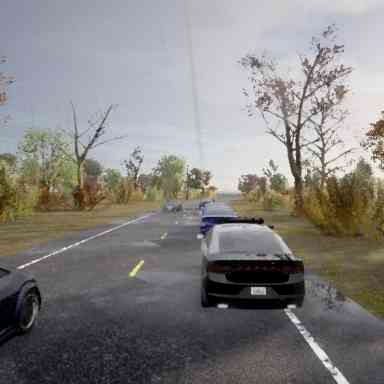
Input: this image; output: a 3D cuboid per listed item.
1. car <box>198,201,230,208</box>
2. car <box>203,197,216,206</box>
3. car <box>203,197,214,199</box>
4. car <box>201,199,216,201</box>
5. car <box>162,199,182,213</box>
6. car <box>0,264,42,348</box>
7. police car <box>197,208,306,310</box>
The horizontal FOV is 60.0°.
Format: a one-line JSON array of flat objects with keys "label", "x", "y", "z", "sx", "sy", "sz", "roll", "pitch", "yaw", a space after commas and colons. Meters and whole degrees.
[{"label": "car", "x": 1.411, "y": 1.485, "z": 17.911, "sx": 1.882, "sy": 1.535, "sz": 5.008, "roll": 0, "pitch": 0, "yaw": 2}, {"label": "car", "x": 3.211, "y": 1.633, "z": 60.344, "sx": 2.128, "sy": 1.511, "sz": 4.902, "roll": 0, "pitch": 0, "yaw": 6}, {"label": "car", "x": 2.048, "y": 1.602, "z": 46.562, "sx": 1.812, "sy": 1.442, "sz": 4.674, "roll": 0, "pitch": 0, "yaw": 6}, {"label": "car", "x": 1.648, "y": 1.491, "z": 23.881, "sx": 1.882, "sy": 1.535, "sz": 5.008, "roll": 0, "pitch": 0, "yaw": 3}, {"label": "car", "x": -2.152, "y": 1.533, "z": 36.950, "sx": 2.128, "sy": 1.511, "sz": 4.902, "roll": 0, "pitch": 0, "yaw": 4}, {"label": "car", "x": -3.543, "y": 1.565, "z": 3.909, "sx": 1.994, "sy": 1.385, "sz": 4.181, "roll": 0, "pitch": 0, "yaw": 1}, {"label": "police car", "x": 1.145, "y": 1.427, "z": 8.069, "sx": 1.930, "sy": 1.638, "sz": 5.238, "roll": 0, "pitch": 0, "yaw": 1}]
